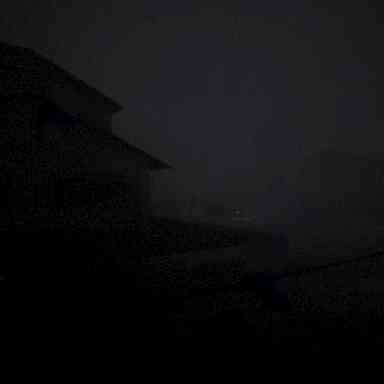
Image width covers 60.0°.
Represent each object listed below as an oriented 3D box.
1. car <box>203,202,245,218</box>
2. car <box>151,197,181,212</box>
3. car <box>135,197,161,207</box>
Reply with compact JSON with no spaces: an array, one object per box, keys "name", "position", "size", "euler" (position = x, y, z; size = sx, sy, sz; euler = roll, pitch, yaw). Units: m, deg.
[{"name":"car","position":[2.802,1.564,30.098],"size":[1.994,1.385,4.181],"euler":[0,0,-35]},{"name":"car","position":[-3.179,1.505,38.566],"size":[1.837,1.490,4.892],"euler":[0,0,-35]},{"name":"car","position":[-6.771,1.526,50.817],"size":[1.812,1.442,4.674],"euler":[0,0,-36]}]
